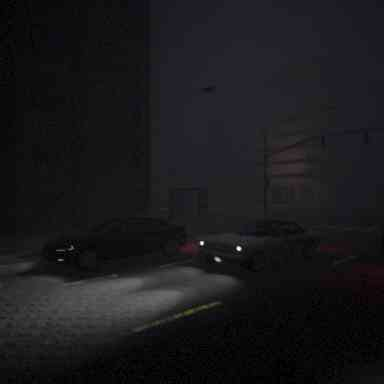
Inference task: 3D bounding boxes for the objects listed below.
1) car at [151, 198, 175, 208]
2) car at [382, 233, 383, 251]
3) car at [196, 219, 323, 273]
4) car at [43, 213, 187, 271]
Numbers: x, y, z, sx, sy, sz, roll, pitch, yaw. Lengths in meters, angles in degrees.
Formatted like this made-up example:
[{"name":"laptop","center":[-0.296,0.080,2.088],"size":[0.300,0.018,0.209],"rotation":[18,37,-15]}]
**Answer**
[{"name":"car","center":[-5.279,1.749,51.704],"size":[1.837,1.490,4.892],"rotation":[0,-1,-43]},{"name":"car","center":[8.190,1.473,11.425],"size":[4.902,1.511,2.128],"rotation":[0,0,-42]},{"name":"car","center":[2.368,1.620,11.010],"size":[4.718,1.301,1.895],"rotation":[0,0,-42]},{"name":"car","center":[-2.422,1.529,11.439],"size":[5.008,1.535,1.882],"rotation":[0,0,-41]}]
